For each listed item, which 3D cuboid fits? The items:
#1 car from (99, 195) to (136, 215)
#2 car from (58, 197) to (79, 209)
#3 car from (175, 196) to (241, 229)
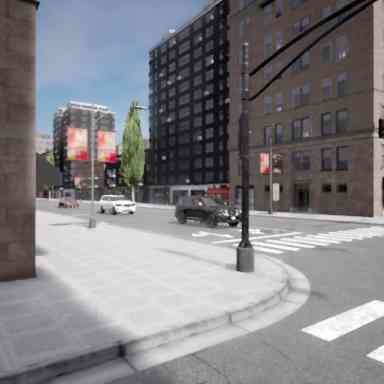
[{"bbox_3d":[-8.023,1.341,35.335,2.150,2.045,5.566,0,-1,-36],"label":"car"},{"bbox_3d":[-18.571,1.535,50.092,2.097,1.767,4.553,0,0,-36],"label":"car"},{"bbox_3d":[0.950,1.280,22.912,2.150,2.045,5.566,0,0,-36],"label":"car"}]
